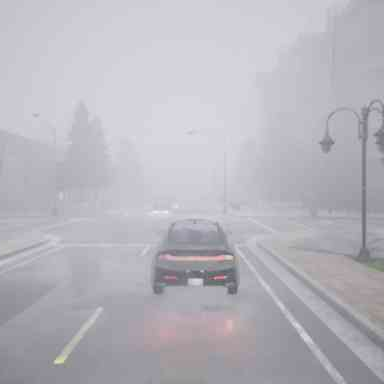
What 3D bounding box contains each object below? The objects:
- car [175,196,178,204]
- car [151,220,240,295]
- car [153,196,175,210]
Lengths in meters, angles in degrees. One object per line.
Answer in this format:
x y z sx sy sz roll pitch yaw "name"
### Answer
-3.524 1.441 60.497 1.895 1.301 4.718 0 0 0 "car"
0.079 1.468 8.659 2.128 1.511 4.902 0 0 0 "car"
-3.592 1.384 40.526 2.128 1.511 4.902 0 0 0 "car"
